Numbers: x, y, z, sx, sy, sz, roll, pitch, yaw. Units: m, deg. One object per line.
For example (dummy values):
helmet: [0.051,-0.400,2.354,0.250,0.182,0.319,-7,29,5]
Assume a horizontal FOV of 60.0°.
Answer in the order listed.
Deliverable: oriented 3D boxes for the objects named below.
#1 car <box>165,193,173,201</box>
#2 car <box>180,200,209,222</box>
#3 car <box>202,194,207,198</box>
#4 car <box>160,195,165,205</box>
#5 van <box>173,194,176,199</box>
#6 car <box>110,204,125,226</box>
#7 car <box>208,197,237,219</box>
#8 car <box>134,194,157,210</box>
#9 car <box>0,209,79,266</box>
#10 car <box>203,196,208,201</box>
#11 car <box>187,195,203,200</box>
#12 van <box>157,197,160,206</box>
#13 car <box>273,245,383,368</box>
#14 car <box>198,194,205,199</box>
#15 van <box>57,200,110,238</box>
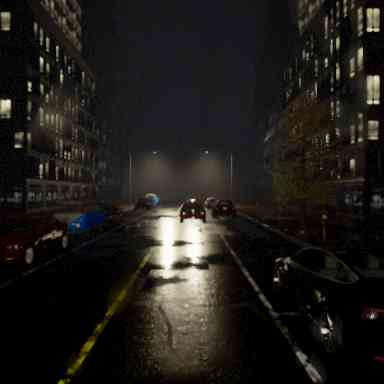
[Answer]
car: [-5.773,1.305,73.878,1.752,1.417,4.829,0,0,0]
car: [0.070,1.531,25.658,1.895,1.301,4.718,0,0,0]
car: [2.640,1.394,45.754,1.752,1.417,4.829,0,0,0]
car: [-5.747,1.418,51.281,1.947,1.339,4.313,0,0,0]
van: [-5.786,1.083,85.433,1.690,1.788,3.998,0,0,0]
car: [-5.714,1.520,22.820,1.802,1.307,4.206,0,0,0]
car: [2.661,1.362,28.507,1.967,1.590,4.097,0,0,0]
car: [-5.733,1.327,39.895,1.967,1.590,4.097,0,0,0]
car: [-5.700,1.514,11.435,1.887,1.381,4.507,0,0,0]
car: [2.647,1.469,39.892,1.802,1.307,4.206,0,0,0]
car: [0.051,1.442,42.621,1.994,1.385,4.181,0,0,0]
van: [-5.739,1.211,45.588,1.690,1.788,3.998,0,0,0]
car: [2.687,1.551,5.740,1.947,1.339,4.313,0,0,0]
car: [2.587,1.274,91.118,2.008,1.369,4.403,0,0,0]
van: [-5.706,1.295,17.127,1.690,1.788,3.998,0,0,0]
